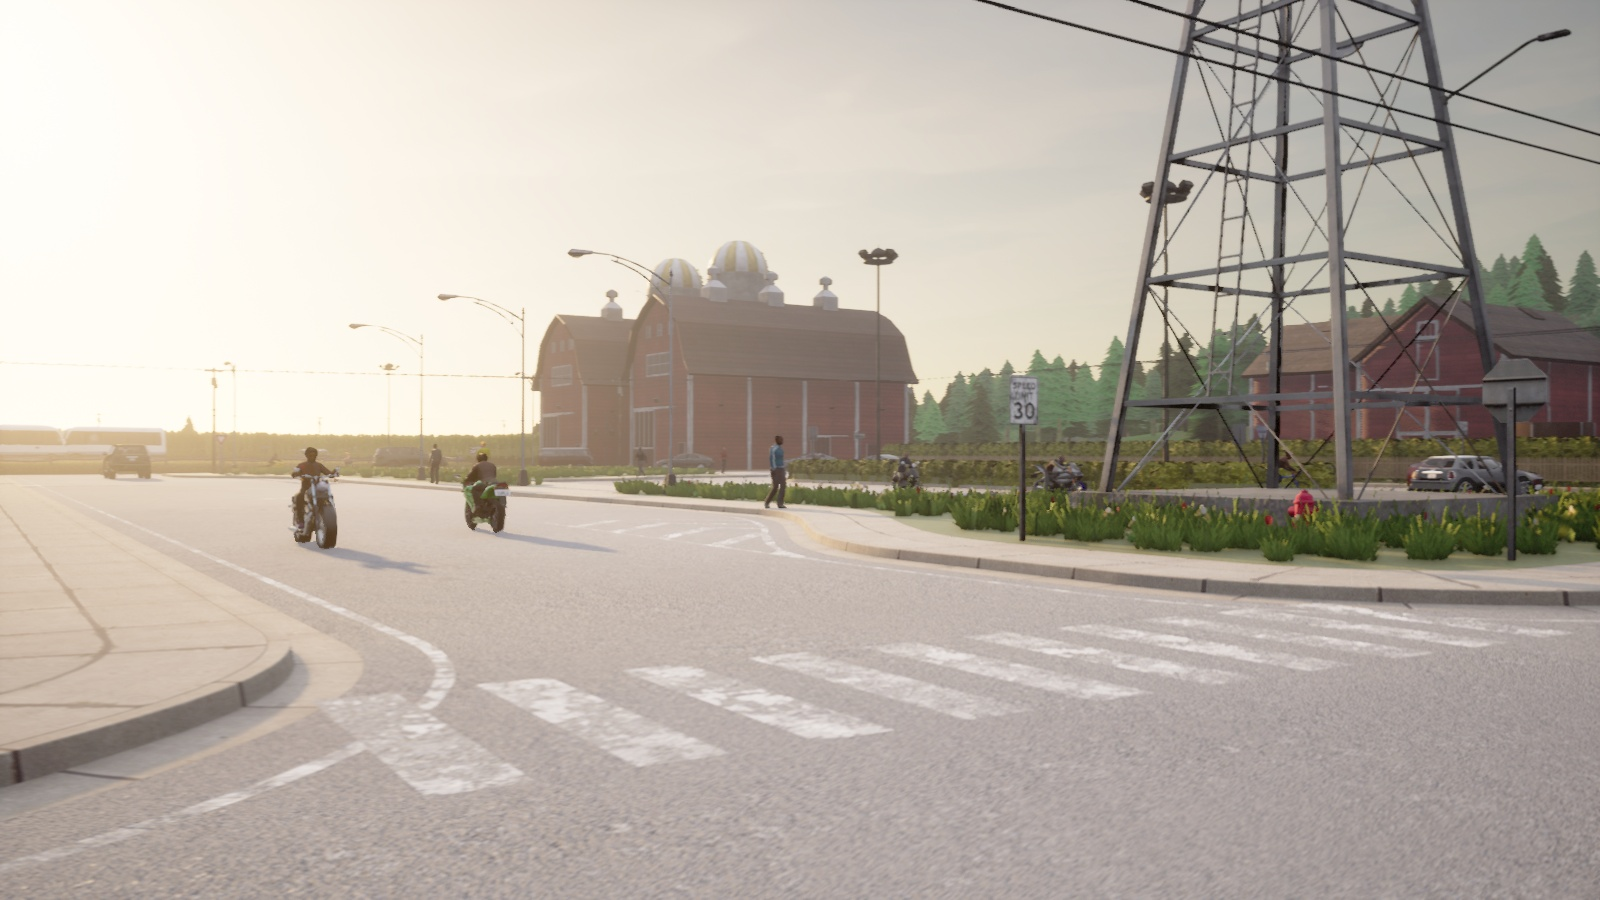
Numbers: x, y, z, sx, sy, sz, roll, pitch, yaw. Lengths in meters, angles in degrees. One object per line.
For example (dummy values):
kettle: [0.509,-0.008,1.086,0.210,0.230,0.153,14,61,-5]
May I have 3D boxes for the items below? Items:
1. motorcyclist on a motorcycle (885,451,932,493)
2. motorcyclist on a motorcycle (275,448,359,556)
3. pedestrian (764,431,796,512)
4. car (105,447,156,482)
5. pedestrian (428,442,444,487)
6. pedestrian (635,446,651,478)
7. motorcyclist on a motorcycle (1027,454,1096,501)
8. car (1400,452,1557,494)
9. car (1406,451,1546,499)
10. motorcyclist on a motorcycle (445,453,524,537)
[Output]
motorcyclist on a motorcycle: [4.218,0.856,48.873,0.866,1.590,1.817,0,0,-33]
motorcyclist on a motorcycle: [-7.794,0.789,20.203,0.766,1.649,2.350,0,0,-34]
pedestrian: [-0.495,0.508,30.351,0.692,1.930,0.396,0,0,45]
car: [-39.879,0.842,74.698,2.150,2.045,5.566,0,0,-34]
pedestrian: [-15.929,0.639,54.939,0.423,1.949,0.788,0,0,-36]
pedestrian: [-9.227,0.684,73.674,0.563,1.883,0.849,0,0,27]
motorcyclist on a motorcycle: [8.814,0.901,42.336,0.866,1.530,2.191,0,0,-41]
car: [25.624,0.834,47.612,2.163,1.488,4.792,0,0,-33]
car: [21.663,0.786,40.277,3.806,1.475,1.970,0,0,-22]
motorcyclist on a motorcycle: [-6.009,0.828,23.837,0.797,1.523,2.044,0,0,-34]
